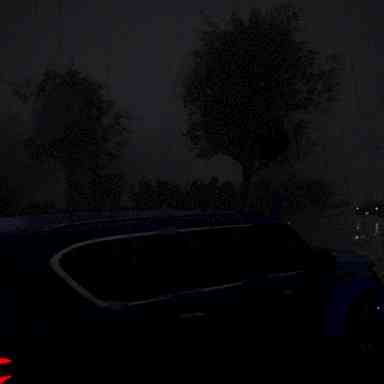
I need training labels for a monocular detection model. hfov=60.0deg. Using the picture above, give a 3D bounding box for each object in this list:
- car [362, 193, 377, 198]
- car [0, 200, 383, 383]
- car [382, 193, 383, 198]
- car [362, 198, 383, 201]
[{"bbox_3d":[35.163,1.004,65.929,2.097,1.767,4.553,0,0,18],"label":"car"},{"bbox_3d":[0.184,1.216,4.060,5.566,2.045,2.150,0,0,-37],"label":"car"},{"bbox_3d":[38.186,0.880,63.828,2.150,2.045,5.566,0,0,18],"label":"car"},{"bbox_3d":[15.994,1.458,29.577,1.895,1.301,4.718,0,0,38],"label":"car"}]
